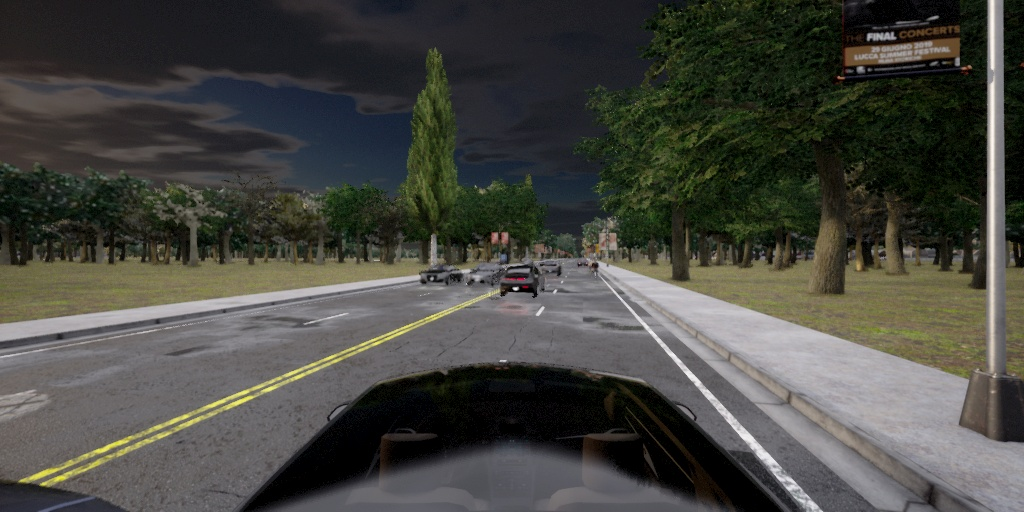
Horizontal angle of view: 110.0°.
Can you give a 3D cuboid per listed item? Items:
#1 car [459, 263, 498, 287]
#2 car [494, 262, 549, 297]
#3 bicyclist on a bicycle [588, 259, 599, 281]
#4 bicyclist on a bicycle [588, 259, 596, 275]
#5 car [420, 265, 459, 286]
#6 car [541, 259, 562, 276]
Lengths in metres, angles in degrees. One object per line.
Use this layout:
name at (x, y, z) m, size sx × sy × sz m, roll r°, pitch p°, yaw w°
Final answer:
car at (-1.712, 1.240, 24.941) m, size 2.128 × 1.511 × 4.902 m, roll 0°, pitch 0°, yaw 11°
car at (0.643, 1.254, 18.975) m, size 1.837 × 1.490 × 4.892 m, roll 0°, pitch 0°, yaw 11°
bicyclist on a bicycle at (6.675, 1.119, 28.820) m, size 0.659 × 1.776 × 1.843 m, roll 0°, pitch 0°, yaw 11°
bicyclist on a bicycle at (8.510, 1.185, 38.168) m, size 0.866 × 1.612 × 1.509 m, roll 0°, pitch 0°, yaw 11°
car at (-4.903, 1.312, 25.559) m, size 1.994 × 1.385 × 4.181 m, roll 0°, pitch 0°, yaw 11°
car at (4.171, 1.239, 37.136) m, size 2.128 × 1.511 × 4.902 m, roll 0°, pitch 0°, yaw 11°
